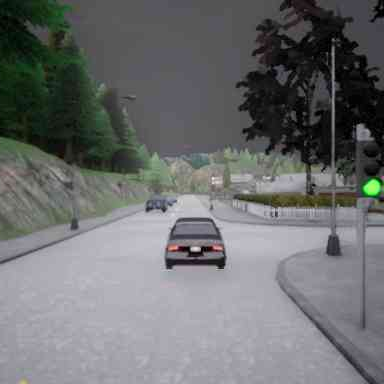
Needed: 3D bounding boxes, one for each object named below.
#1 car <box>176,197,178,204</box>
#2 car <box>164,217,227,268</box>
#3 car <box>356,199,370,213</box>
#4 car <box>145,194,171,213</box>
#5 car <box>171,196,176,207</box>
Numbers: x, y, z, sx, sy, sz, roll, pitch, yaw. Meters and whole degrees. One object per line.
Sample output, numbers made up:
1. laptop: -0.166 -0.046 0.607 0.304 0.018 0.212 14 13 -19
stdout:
1. car: -3.988 1.588 68.195 1.882 1.535 5.008 0 0 0
2. car: 0.097 1.567 11.343 2.033 1.411 5.357 0 0 0
3. car: 15.792 1.357 32.975 1.994 1.381 4.181 0 0 0
4. car: -4.077 1.289 38.969 2.150 2.045 5.566 0 0 1
5. car: -4.050 1.569 52.807 1.882 1.535 5.008 0 0 0
